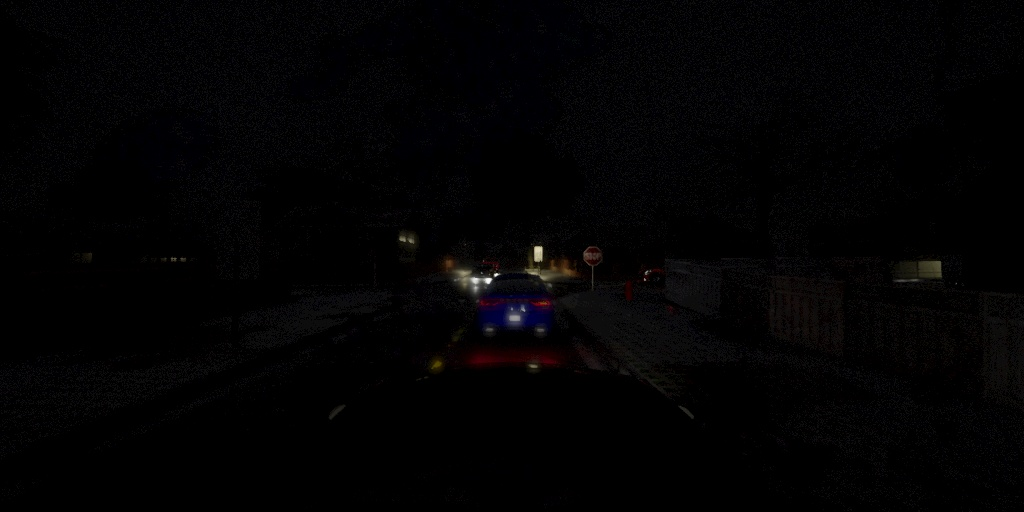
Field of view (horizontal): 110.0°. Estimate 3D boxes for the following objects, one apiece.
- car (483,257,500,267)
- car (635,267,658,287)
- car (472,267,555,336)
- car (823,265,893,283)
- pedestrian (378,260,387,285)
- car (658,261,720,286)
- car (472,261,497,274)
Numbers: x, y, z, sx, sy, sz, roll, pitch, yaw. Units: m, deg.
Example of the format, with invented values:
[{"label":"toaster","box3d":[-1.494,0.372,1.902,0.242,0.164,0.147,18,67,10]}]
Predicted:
[{"label":"car","box3d":[-2.835,1.167,47.345,2.150,2.045,5.566,0,0,-1]},{"label":"car","box3d":[10.464,1.044,23.401,4.553,1.767,2.097,-1,-2,1]},{"label":"car","box3d":[0.175,1.241,10.472,1.882,1.535,5.008,0,0,3]},{"label":"car","box3d":[21.558,0.906,23.247,4.553,1.767,2.097,-1,-2,1]},{"label":"pedestrian","box3d":[-9.651,1.200,26.591,0.375,1.860,0.375,0,-1,1]},{"label":"car","box3d":[11.178,1.103,20.389,4.674,1.442,1.812,-1,-2,0]},{"label":"car","box3d":[-2.821,1.427,35.668,1.994,1.385,4.181,0,0,0]}]
